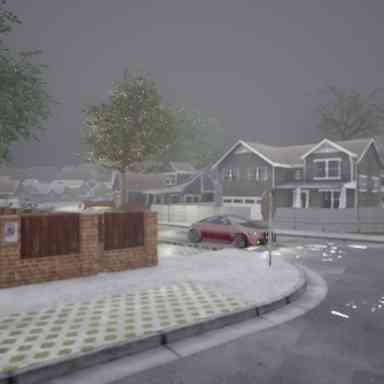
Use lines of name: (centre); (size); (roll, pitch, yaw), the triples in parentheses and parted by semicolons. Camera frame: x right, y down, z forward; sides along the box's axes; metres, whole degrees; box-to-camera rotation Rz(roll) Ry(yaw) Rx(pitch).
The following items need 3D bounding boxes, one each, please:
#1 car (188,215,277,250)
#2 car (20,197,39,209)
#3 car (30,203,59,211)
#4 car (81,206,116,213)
car: (1.770, 1.747, 15.334); (4.181, 1.385, 1.994); (-1, -1, 44)
car: (-22.610, 1.700, 46.190); (2.150, 2.045, 5.566); (1, -1, -28)
car: (-14.392, 2.064, 33.187); (1.895, 1.301, 4.718); (1, -1, -36)
car: (-6.299, 1.789, 23.421); (1.882, 1.535, 5.008); (1, -1, -42)
